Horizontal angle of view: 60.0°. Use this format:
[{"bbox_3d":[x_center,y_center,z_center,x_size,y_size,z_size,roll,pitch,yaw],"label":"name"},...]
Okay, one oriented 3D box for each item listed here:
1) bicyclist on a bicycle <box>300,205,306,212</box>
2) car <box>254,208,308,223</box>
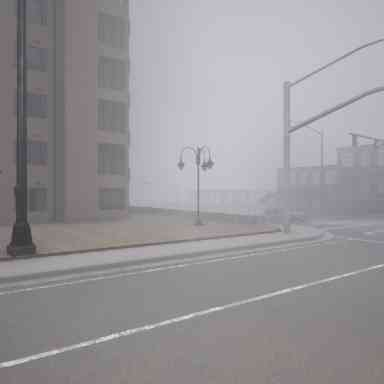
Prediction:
[{"bbox_3d":[13.549,2.464,40.681,1.656,1.620,0.582,0,-8,-35],"label":"bicyclist on a bicycle"},{"bbox_3d":[7.934,2.096,29.818,1.895,1.301,4.718,0,-4,-36],"label":"car"}]
